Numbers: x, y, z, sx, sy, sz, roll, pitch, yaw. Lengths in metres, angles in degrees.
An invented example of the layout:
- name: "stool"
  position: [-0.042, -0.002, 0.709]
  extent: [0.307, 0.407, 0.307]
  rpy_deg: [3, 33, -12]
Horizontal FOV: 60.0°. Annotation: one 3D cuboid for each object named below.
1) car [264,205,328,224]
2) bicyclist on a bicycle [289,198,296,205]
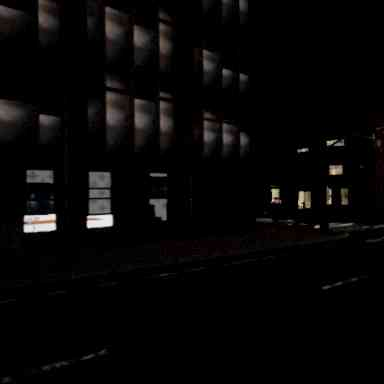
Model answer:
- name: "car"
  position: [8.580, 1.805, 28.028]
  extent: [2.033, 1.411, 5.357]
  rpy_deg: [-1, 0, -37]
- name: "bicyclist on a bicycle"
  position: [11.626, 1.570, 38.527]
  extent: [1.656, 1.620, 0.582]
  rpy_deg: [-1, 0, -37]
